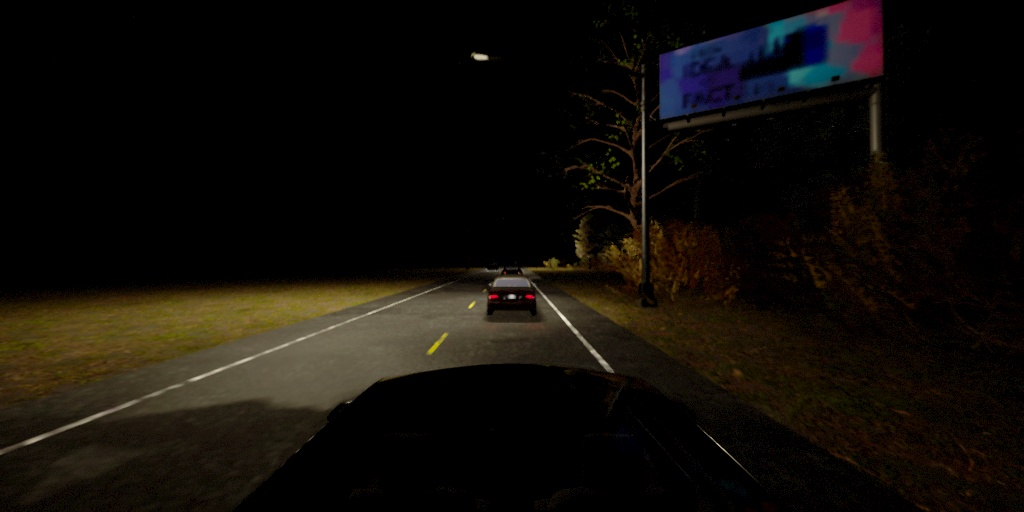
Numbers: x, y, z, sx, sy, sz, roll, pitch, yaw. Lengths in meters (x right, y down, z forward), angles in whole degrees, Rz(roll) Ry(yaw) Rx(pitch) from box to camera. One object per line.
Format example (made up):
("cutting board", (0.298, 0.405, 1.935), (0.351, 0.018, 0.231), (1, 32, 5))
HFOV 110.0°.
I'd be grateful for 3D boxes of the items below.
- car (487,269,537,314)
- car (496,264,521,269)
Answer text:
("car", (0.004, 1.430, 14.385), (2.033, 1.411, 5.357), (0, -1, 0))
("car", (0.011, 1.542, 30.349), (2.128, 1.511, 4.902), (0, 0, 0))
